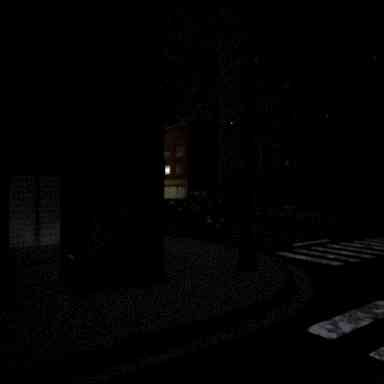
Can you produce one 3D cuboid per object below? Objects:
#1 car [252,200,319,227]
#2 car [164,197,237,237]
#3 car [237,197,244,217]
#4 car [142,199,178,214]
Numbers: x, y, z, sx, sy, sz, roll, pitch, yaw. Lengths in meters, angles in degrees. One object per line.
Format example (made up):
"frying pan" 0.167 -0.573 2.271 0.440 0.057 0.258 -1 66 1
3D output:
"car" 6.197 1.518 22.708 1.752 1.417 4.829 0 0 -35
"car" -0.252 1.279 17.930 2.192 1.841 5.009 0 0 -35
"car" 3.008 1.302 27.200 2.192 1.841 5.009 0 0 -35
"car" -3.569 1.519 36.460 1.887 1.381 4.507 0 0 -35
